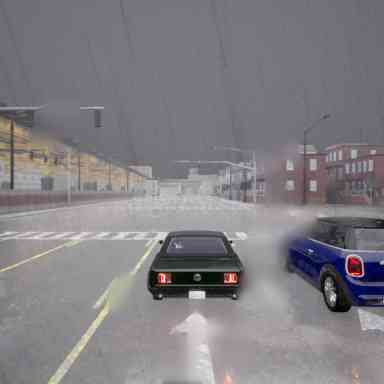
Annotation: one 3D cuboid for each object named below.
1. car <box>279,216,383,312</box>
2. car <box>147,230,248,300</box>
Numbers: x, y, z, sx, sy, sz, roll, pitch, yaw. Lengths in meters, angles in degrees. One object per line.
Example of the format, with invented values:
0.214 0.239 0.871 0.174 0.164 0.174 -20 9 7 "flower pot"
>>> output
3.599 1.352 7.861 2.097 1.767 4.553 0 0 -1 "car"
0.100 1.601 8.317 1.895 1.301 4.718 0 0 0 "car"
